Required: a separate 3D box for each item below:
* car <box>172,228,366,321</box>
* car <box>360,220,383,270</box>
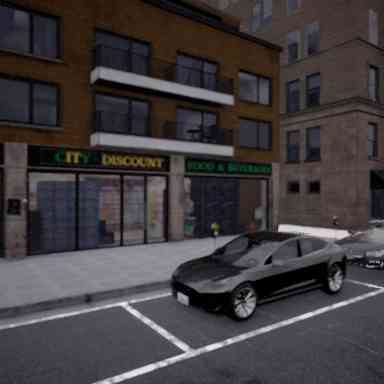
[{"bbox_3d":[1.634,1.574,7.280,4.313,1.339,1.947,0,0,-35],"label":"car"},{"bbox_3d":[6.173,1.573,10.418,4.403,1.369,2.008,0,0,-35],"label":"car"}]
